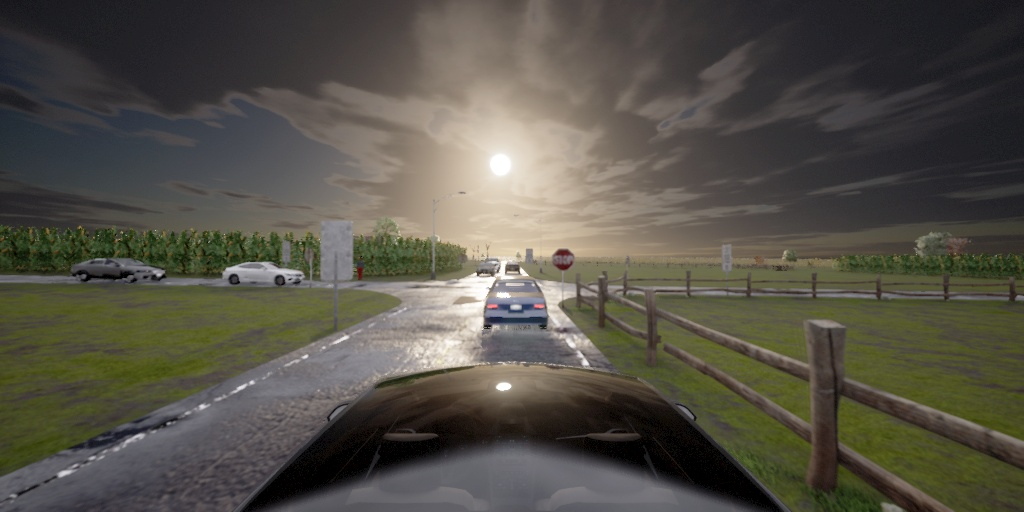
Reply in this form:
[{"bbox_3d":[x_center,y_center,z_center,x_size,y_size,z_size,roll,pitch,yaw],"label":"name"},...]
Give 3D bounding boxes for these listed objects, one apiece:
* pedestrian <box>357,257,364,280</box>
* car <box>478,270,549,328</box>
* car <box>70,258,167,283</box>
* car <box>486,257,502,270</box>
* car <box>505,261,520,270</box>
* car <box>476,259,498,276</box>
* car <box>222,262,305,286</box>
[{"bbox_3d":[-12.194,1.008,28.812,0.375,1.860,0.375,0,-2,0],"label":"pedestrian"},{"bbox_3d":[0.091,1.342,11.522,2.033,1.411,5.357,0,0,0],"label":"car"},{"bbox_3d":[-24.861,0.906,22.789,4.902,1.511,2.128,1,-1,0],"label":"car"},{"bbox_3d":[-2.889,1.194,50.875,2.150,2.045,5.566,0,0,0],"label":"car"},{"bbox_3d":[0.071,1.430,46.633,1.882,1.535,5.008,0,0,0],"label":"car"},{"bbox_3d":[-2.894,1.428,40.143,1.837,1.490,4.892,0,0,0],"label":"car"},{"bbox_3d":[-15.711,1.103,22.787,4.674,1.442,1.812,1,-1,1],"label":"car"}]
